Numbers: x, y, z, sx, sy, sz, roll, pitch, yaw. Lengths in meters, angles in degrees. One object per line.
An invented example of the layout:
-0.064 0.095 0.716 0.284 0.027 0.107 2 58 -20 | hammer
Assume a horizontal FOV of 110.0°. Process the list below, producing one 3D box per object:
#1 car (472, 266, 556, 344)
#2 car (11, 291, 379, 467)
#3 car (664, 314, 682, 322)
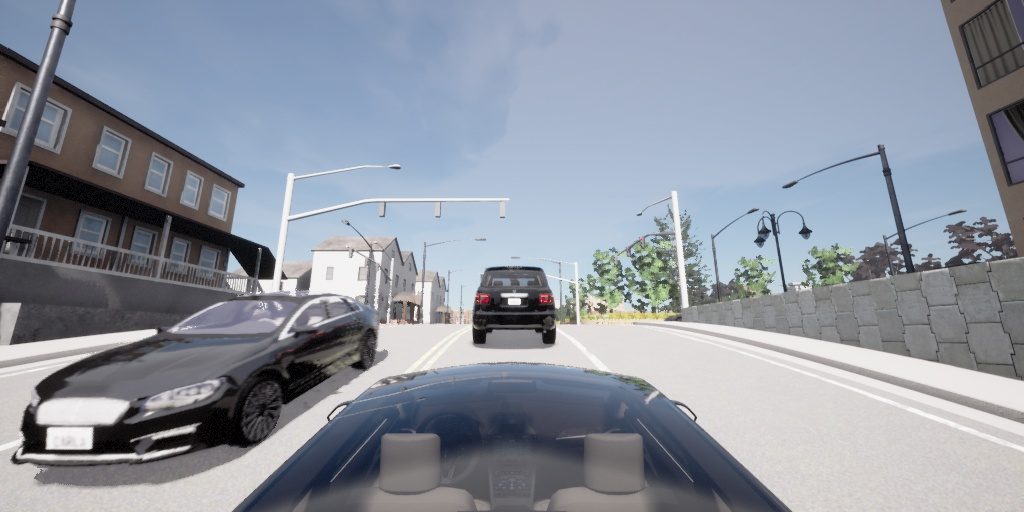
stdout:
0.061 1.499 11.142 2.150 2.045 5.566 0 -7 0 | car
-3.597 1.316 5.374 2.128 1.511 4.902 0 -2 0 | car
15.861 5.445 31.688 4.553 1.767 2.097 0 -12 1 | car
